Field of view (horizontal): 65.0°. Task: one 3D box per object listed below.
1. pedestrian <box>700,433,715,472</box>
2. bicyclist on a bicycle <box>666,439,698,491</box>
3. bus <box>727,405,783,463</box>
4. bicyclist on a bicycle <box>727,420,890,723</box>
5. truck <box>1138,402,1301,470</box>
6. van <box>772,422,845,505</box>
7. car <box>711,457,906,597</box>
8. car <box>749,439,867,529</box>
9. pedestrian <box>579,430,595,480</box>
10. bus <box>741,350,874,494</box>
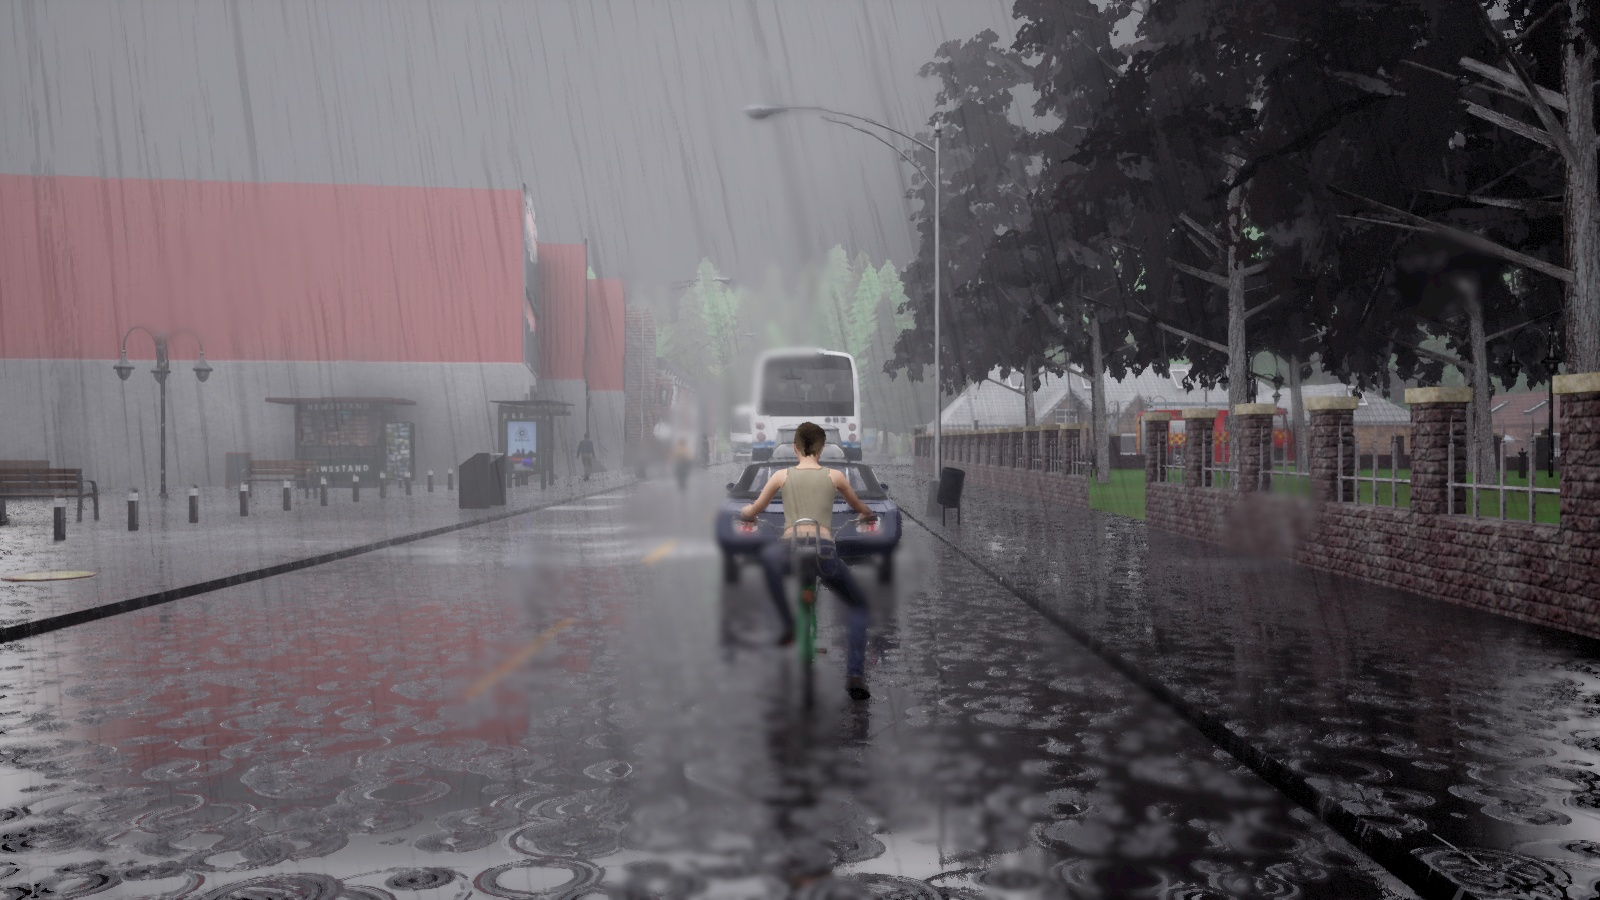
[{"bbox_3d":[-4.660,0.126,63.187,0.666,1.930,0.402,0,0,-23],"label":"pedestrian"},{"bbox_3d":[-3.730,0.455,39.818,0.866,1.612,1.509,0,0,1],"label":"bicyclist on a bicycle"},{"bbox_3d":[-3.349,-1.180,97.020,3.944,4.253,10.273,0,0,0],"label":"bus"},{"bbox_3d":[0.050,0.641,7.436,0.866,1.612,1.509,0,0,0],"label":"bicyclist on a bicycle"},{"bbox_3d":[24.151,-0.808,72.529,8.468,3.827,2.891,0,0,-1],"label":"truck"},{"bbox_3d":[0.217,0.315,32.578,1.775,1.987,4.442,0,0,0],"label":"van"},{"bbox_3d":[0.096,0.765,14.566,1.895,1.301,4.718,0,0,0],"label":"car"},{"bbox_3d":[0.156,0.560,23.591,2.007,1.525,4.514,0,0,0],"label":"car"},{"bbox_3d":[-7.866,0.188,46.347,0.370,1.835,0.726,0,0,8],"label":"pedestrian"},{"bbox_3d":[0.289,-0.869,42.315,3.944,4.253,10.273,0,0,1],"label":"bus"}]
